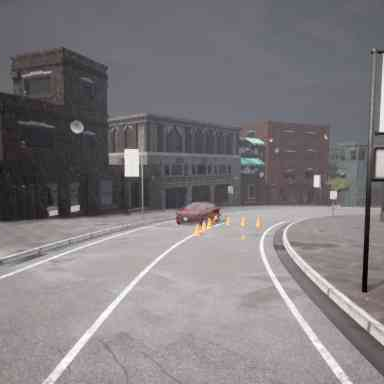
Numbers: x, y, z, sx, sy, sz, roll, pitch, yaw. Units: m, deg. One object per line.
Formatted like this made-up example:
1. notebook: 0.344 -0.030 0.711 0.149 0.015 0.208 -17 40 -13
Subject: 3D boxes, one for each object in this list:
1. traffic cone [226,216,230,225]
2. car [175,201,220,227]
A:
1. traffic cone: 2.485 1.956 22.674 0.340 0.580 0.340 2 0 12
2. car: 0.517 1.420 22.989 1.882 1.535 5.008 1 0 21
